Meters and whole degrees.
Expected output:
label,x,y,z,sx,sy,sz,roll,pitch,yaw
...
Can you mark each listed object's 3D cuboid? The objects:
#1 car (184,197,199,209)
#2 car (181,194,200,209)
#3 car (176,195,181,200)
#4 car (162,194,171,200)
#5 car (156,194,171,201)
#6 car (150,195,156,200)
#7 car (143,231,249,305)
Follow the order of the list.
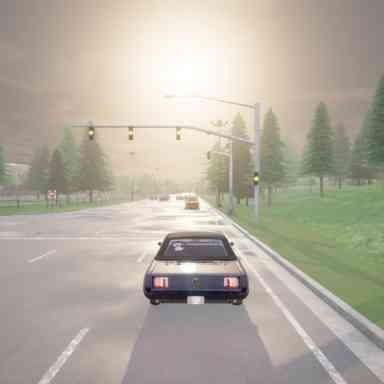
label,x,y,z,sx,sy,sz,roll,pitch,yaw
car,-0.034,1.577,49.692,2.033,1.411,5.357,0,1,2
car,-0.088,1.098,46.144,1.882,1.535,5.008,-3,16,-4
car,-3.370,1.553,91.149,1.994,1.385,4.181,0,0,0
car,-6.871,1.372,90.741,2.033,1.411,5.357,0,0,0
car,-6.886,1.531,80.321,2.033,1.411,5.357,0,0,0
car,-10.370,1.540,91.159,2.033,1.411,5.357,0,0,0
car,0.090,1.601,8.024,1.895,1.301,4.718,0,0,0
